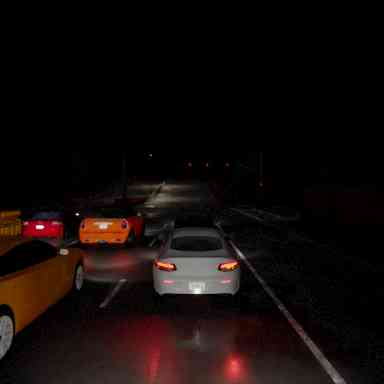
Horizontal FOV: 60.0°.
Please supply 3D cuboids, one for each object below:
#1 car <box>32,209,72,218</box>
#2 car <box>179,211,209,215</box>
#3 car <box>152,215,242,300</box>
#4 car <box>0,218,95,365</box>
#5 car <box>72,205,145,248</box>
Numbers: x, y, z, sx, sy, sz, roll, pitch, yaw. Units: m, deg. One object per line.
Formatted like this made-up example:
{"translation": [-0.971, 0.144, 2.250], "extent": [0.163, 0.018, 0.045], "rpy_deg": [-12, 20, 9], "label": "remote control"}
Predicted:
{"translation": [-6.906, 1.564, 17.118], "extent": [1.994, 1.385, 4.181], "rpy_deg": [0, 0, 0], "label": "car"}
{"translation": [0.094, 1.601, 17.162], "extent": [1.895, 1.301, 4.718], "rpy_deg": [0, 0, 0], "label": "car"}
{"translation": [0.094, 1.526, 8.273], "extent": [1.812, 1.442, 4.674], "rpy_deg": [0, 0, 0], "label": "car"}
{"translation": [-3.403, 1.478, 5.749], "extent": [1.882, 1.535, 5.008], "rpy_deg": [0, 0, 0], "label": "car"}
{"translation": [-3.406, 1.352, 14.922], "extent": [2.097, 1.767, 4.553], "rpy_deg": [0, 0, 0], "label": "car"}
